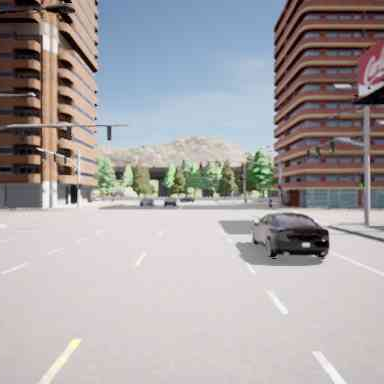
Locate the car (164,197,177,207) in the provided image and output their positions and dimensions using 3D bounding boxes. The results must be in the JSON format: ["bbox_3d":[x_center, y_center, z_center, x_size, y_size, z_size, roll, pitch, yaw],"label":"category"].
[{"bbox_3d":[-3.533,1.583,54.468,1.882,1.535,5.008,0,0,0],"label":"car"}]

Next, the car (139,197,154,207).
[{"bbox_3d":[-7.048,1.592,52.200,2.128,1.511,4.902,0,0,0],"label":"car"}]

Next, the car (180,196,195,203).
[{"bbox_3d":[-1.069,1.642,75.715,2.128,1.511,4.902,0,0,-27],"label":"car"}]

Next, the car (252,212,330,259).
[{"bbox_3d":[3.569,1.502,12.840,1.882,1.535,5.008,0,0,0],"label":"car"}]
